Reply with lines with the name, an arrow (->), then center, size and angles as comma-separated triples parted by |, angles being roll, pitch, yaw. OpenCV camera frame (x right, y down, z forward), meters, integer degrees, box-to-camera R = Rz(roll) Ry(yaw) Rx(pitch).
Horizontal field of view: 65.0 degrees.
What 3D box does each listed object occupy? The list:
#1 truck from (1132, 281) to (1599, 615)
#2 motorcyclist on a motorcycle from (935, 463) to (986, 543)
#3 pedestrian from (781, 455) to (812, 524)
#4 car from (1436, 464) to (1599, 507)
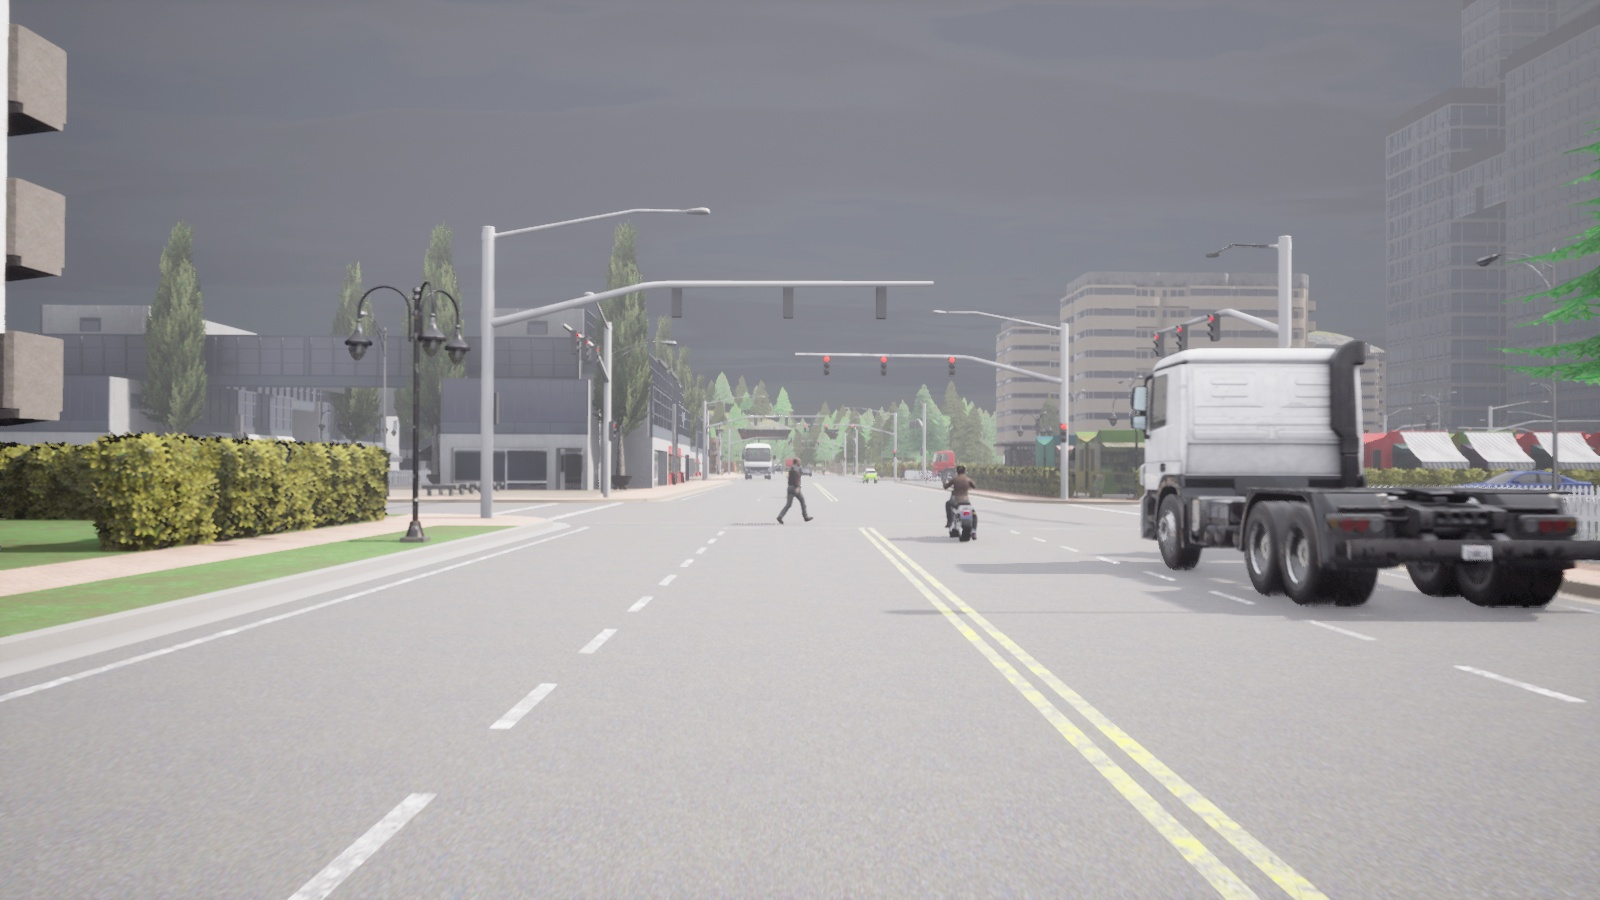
truck -> 6.994, 0.030, 17.025 | 2.891, 3.462, 7.936 | 0, -1, 0
motorcyclist on a motorcycle -> 3.431, 1.110, 27.013 | 0.766, 1.649, 2.350 | 0, -1, 0
pedestrian -> -0.095, 1.052, 33.650 | 0.720, 1.854, 0.376 | 0, -1, -23
car -> 26.673, 1.310, 46.787 | 5.008, 1.535, 1.882 | 0, -1, -2
